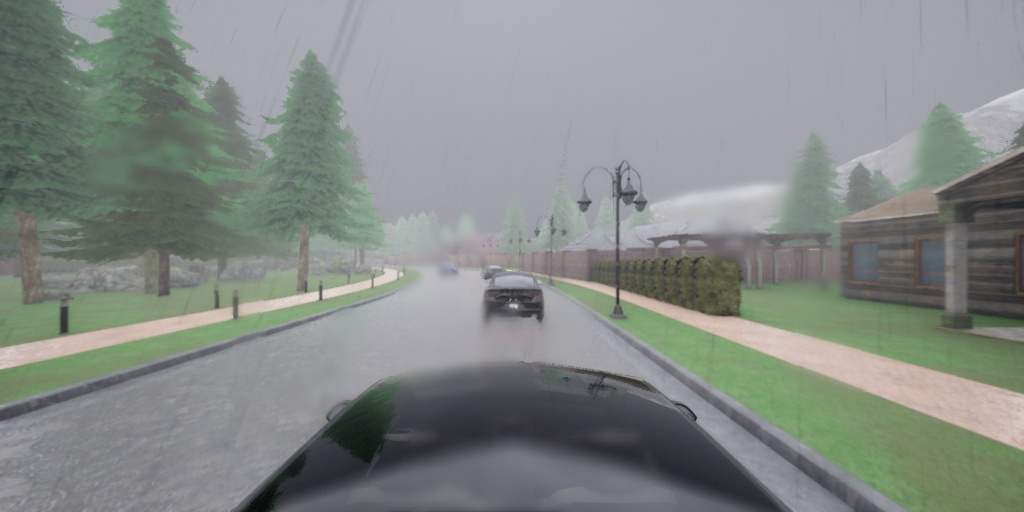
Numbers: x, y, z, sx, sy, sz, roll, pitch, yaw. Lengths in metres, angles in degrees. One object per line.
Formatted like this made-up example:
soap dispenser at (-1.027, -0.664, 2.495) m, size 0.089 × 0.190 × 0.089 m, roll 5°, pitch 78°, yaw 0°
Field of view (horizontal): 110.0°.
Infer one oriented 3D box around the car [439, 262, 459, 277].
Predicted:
car at (-6.713, 1.398, 38.097) m, size 1.882 × 1.535 × 5.008 m, roll 0°, pitch 0°, yaw -15°

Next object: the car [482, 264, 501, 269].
car at (-1.721, 1.420, 32.476) m, size 1.812 × 1.442 × 4.674 m, roll 0°, pitch 0°, yaw -10°

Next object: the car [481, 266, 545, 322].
car at (0.050, 1.279, 12.638) m, size 1.882 × 1.535 × 5.008 m, roll 0°, pitch 0°, yaw -1°
